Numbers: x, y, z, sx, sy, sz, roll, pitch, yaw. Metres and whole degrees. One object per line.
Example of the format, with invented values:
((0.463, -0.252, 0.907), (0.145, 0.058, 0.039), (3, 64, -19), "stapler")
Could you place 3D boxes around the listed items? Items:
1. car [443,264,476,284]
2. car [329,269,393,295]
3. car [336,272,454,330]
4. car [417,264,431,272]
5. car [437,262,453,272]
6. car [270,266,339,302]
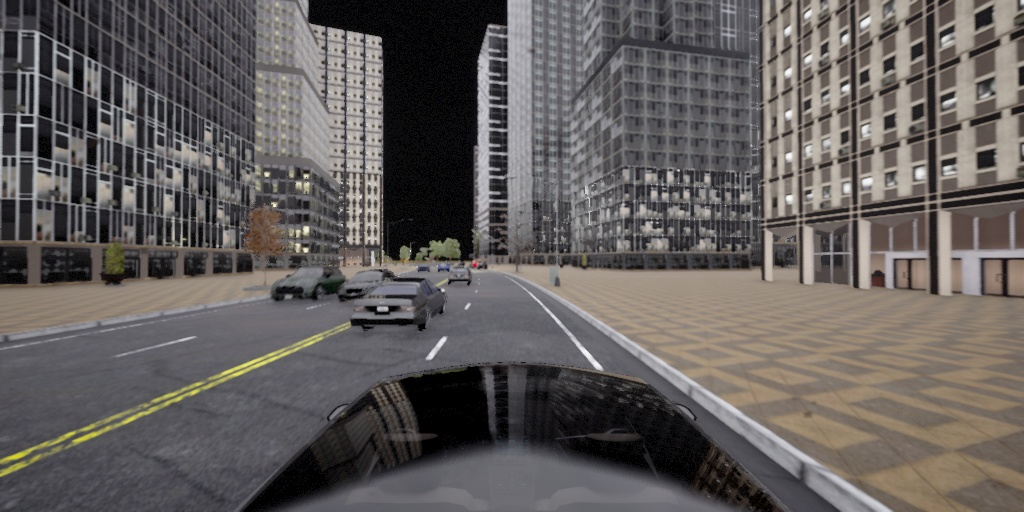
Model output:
((-4.357, 1.635, 30.510), (2.033, 1.411, 5.357), (0, -1, -5), "car")
((-7.039, 1.453, 18.096), (1.837, 1.490, 4.892), (0, -1, -3), "car")
((-3.340, 1.416, 11.574), (2.033, 1.411, 5.357), (0, -1, -2), "car")
((-14.540, 1.985, 59.470), (2.033, 1.411, 5.357), (0, -1, -8), "car")
((-11.179, 1.903, 58.858), (1.882, 1.535, 5.008), (0, -1, -9), "car")
((-10.323, 1.310, 18.625), (2.097, 1.767, 4.553), (0, -1, -3), "car")
